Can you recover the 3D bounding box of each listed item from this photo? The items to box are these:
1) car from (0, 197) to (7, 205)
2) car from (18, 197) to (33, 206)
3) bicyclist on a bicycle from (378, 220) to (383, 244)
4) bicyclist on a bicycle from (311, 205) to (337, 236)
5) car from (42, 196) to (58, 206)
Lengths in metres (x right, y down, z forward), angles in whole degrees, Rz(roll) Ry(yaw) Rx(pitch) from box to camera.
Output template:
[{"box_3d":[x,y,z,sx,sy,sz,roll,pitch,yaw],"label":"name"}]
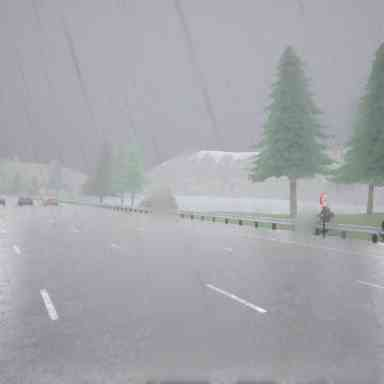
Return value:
[{"box_3d":[-32.459,1.526,56.098,1.812,1.442,4.674,0,0,-32],"label":"car"},{"box_3d":[-27.550,1.491,54.945,2.128,1.511,4.902,0,0,-33],"label":"car"},{"box_3d":[8.227,1.728,14.003,0.582,1.656,1.620,-3,2,19],"label":"bicyclist on a bicycle"},{"box_3d":[6.761,1.423,16.888,1.656,1.620,0.582,4,-1,-20],"label":"bicyclist on a bicycle"},{"box_3d":[-23.648,1.478,55.351,1.882,1.535,5.008,0,0,-33],"label":"car"}]
